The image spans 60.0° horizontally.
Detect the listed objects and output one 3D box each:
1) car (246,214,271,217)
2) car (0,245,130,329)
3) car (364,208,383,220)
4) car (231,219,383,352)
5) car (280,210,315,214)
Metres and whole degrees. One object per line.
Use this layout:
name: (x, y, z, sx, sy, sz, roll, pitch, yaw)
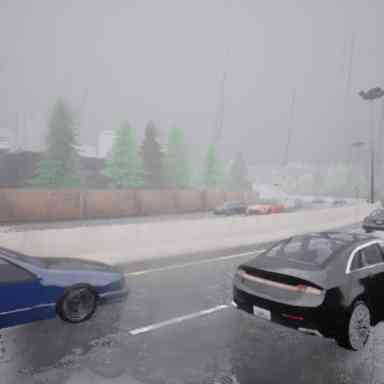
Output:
car: (6.690, 1.431, 29.921, 2.097, 1.767, 4.553, 0, 0, 39)
car: (-3.799, 1.573, 5.442, 5.357, 1.411, 2.033, 0, 0, -36)
car: (11.263, 1.583, 18.805, 2.033, 1.411, 5.357, 0, 0, 43)
car: (2.881, 1.506, 6.255, 4.902, 1.511, 2.128, 0, 0, -39)
car: (8.876, 1.629, 27.080, 1.994, 1.385, 4.181, 0, 0, 40)
